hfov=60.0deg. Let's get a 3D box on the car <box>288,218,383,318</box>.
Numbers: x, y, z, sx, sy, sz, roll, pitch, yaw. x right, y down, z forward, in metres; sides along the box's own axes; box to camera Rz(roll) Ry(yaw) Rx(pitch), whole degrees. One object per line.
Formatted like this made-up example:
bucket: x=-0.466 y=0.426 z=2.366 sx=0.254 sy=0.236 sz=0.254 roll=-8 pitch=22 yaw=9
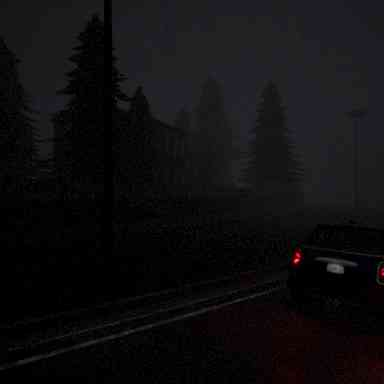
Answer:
car: x=4.056 y=1.351 z=7.229 sx=4.553 sy=1.767 sz=2.097 roll=0 pitch=0 yaw=-43
